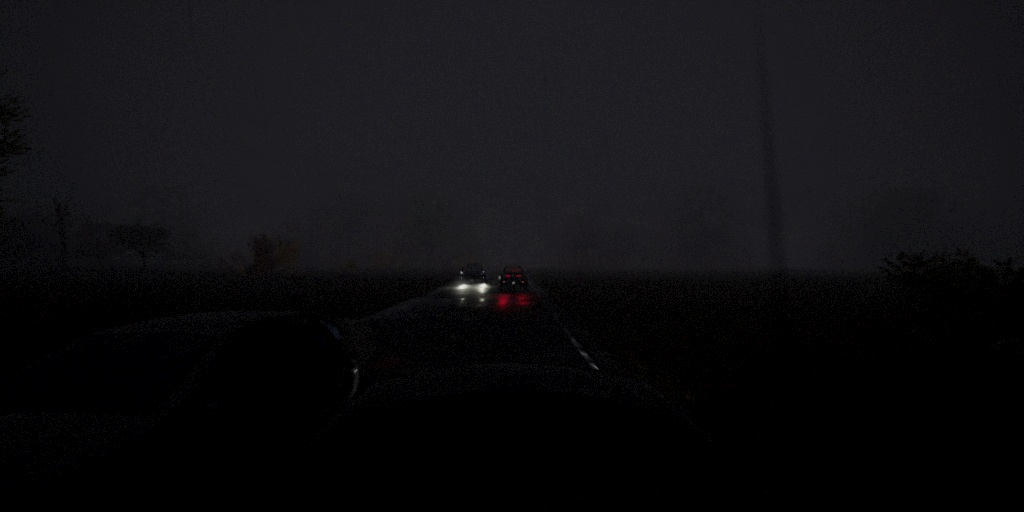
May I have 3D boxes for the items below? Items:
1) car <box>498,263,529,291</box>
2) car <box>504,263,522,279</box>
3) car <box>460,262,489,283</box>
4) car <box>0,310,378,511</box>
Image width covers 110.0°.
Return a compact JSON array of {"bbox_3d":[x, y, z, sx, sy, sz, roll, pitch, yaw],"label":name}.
[{"bbox_3d":[0.093,1.420,23.766,2.128,1.511,4.902,0,0,0],"label":"car"},{"bbox_3d":[0.088,1.524,38.765,1.882,1.535,5.008,0,0,0],"label":"car"},{"bbox_3d":[-3.103,1.331,30.167,2.097,1.767,4.553,0,0,0],"label":"car"},{"bbox_3d":[-3.091,1.313,3.559,2.033,1.411,5.357,0,0,0],"label":"car"}]
